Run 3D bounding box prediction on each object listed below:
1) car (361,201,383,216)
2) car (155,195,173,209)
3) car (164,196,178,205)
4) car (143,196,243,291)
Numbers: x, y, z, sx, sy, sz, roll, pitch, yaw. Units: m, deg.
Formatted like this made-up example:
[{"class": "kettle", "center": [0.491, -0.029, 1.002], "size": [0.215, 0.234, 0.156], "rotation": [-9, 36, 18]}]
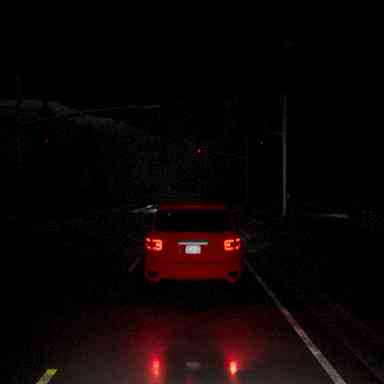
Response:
[{"class": "car", "center": [17.910, 1.505, 30.022], "size": [4.892, 1.490, 1.837], "rotation": [0, 0, -2]}, {"class": "car", "center": [-3.692, 1.333, 44.565], "size": [2.097, 1.767, 4.553], "rotation": [0, 0, 0]}, {"class": "car", "center": [-3.701, 1.461, 59.766], "size": [2.128, 1.511, 4.902], "rotation": [0, 0, 0]}, {"class": "car", "center": [0.038, 1.217, 9.165], "size": [2.150, 2.045, 5.566], "rotation": [0, 0, 0]}]
